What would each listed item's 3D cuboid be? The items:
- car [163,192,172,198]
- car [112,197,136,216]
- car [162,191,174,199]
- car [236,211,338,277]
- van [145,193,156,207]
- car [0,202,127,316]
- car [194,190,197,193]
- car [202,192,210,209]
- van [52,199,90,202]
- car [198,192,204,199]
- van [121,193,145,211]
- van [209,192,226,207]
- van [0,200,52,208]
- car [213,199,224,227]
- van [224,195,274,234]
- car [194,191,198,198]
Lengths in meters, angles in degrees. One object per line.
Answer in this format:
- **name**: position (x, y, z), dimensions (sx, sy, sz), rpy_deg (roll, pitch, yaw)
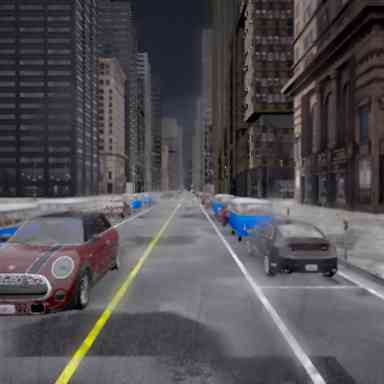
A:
- **car**: position (-6.409, 0.735, 87.652), dimensions (1.967, 1.590, 4.097), rpy_deg (0, 0, 0)
- **car**: position (-5.953, 1.365, 26.691), dimensions (1.802, 1.307, 4.206), rpy_deg (0, 0, 0)
- **car**: position (-6.367, 0.654, 82.010), dimensions (2.192, 1.841, 5.009), rpy_deg (0, 0, 0)
- **car**: position (2.698, 1.463, 9.732), dimensions (2.008, 1.369, 4.403), rpy_deg (0, 0, 0)
- **van**: position (-6.081, 0.985, 43.720), dimensions (1.690, 1.788, 3.998), rpy_deg (0, 0, 0)
- **car**: position (-3.048, 1.290, 7.648), dimensions (2.097, 1.767, 4.553), rpy_deg (0, 1, 0)
- **car**: position (2.116, 0.833, 87.725), dimensions (2.008, 1.369, 4.403), rpy_deg (0, 0, 0)
- **car**: position (2.486, 1.117, 38.117), dimensions (1.967, 1.590, 4.097), rpy_deg (0, 0, 0)
- **van**: position (-5.870, 1.218, 15.335), dimensions (1.690, 1.788, 3.998), rpy_deg (0, 0, 0)
- **car**: position (2.401, 0.900, 49.471), dimensions (2.192, 1.841, 5.009), rpy_deg (0, 0, 0)
- **van**: position (-5.997, 1.077, 32.367), dimensions (1.690, 1.788, 3.998), rpy_deg (0, 0, 0)
- **van**: position (2.570, 1.111, 26.762), dimensions (1.690, 1.788, 3.998), rpy_deg (0, 0, 0)
- **van**: position (-5.827, 1.266, 9.658), dimensions (1.690, 1.788, 3.998), rpy_deg (0, 0, 0)
- **car**: position (2.613, 1.362, 21.087), dimensions (1.887, 1.381, 4.507), rpy_deg (0, 0, 0)
- **van**: position (2.655, 1.206, 15.408), dimensions (1.690, 1.788, 3.998), rpy_deg (0, 0, 0)
- **car**: position (2.200, 0.921, 76.445), dimensions (2.008, 1.369, 4.403), rpy_deg (0, 0, 0)
